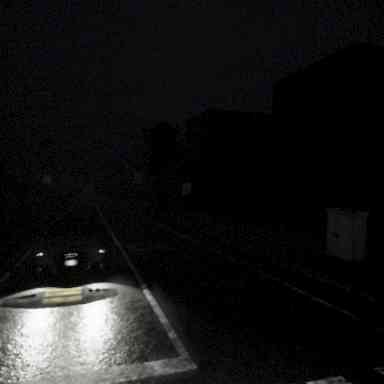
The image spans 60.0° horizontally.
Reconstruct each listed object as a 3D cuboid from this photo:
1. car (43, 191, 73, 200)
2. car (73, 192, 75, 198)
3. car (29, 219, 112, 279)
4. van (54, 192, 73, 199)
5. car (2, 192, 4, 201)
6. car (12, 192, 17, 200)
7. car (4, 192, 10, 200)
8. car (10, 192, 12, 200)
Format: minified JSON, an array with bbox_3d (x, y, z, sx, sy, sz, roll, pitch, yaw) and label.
[{"bbox_3d":[-29.106,1.082,72.329,4.892,1.521,2.231,0,0,-17],"label":"car"},{"bbox_3d":[-29.981,0.827,74.989,5.566,2.045,2.435,0,0,-18],"label":"car"},{"bbox_3d":[-3.515,1.507,9.909,1.994,1.385,4.181,0,0,-18],"label":"car"},{"bbox_3d":[-34.068,0.890,88.396,4.442,1.987,1.878,0,0,-18],"label":"van"},{"bbox_3d":[-40.749,1.110,65.759,5.008,1.535,2.097,0,0,-17],"label":"car"},{"bbox_3d":[-44.916,0.992,79.045,4.553,1.767,2.185,0,0,-18],"label":"car"},{"bbox_3d":[-42.434,1.103,71.066,5.008,1.535,2.097,0,0,-17],"label":"car"},{"bbox_3d":[-43.270,1.145,73.725,4.674,1.452,2.002,0,0,-17],"label":"car"}]
